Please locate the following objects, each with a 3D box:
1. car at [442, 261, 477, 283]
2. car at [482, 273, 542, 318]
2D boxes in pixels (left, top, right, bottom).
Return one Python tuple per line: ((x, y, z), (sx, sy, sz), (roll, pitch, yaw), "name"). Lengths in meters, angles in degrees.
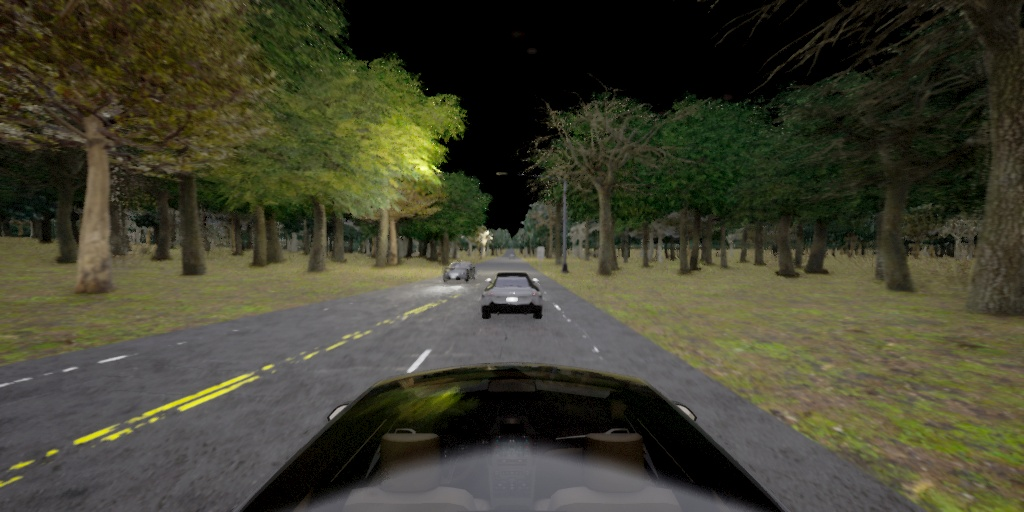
((-3.812, 1.158, 26.779), (2.128, 1.511, 4.902), (0, 0, 3), "car")
((-0.001, 1.288, 12.931), (1.994, 1.385, 4.181), (0, 0, 0), "car")
